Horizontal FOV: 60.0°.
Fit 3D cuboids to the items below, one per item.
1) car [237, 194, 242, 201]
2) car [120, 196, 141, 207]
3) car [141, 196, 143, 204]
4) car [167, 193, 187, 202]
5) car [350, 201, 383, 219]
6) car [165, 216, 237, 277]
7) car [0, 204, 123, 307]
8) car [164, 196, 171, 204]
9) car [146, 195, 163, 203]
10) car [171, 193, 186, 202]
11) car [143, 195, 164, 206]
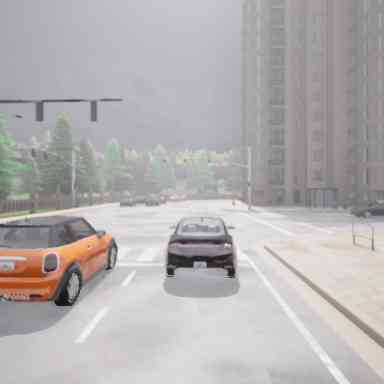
[{"bbox_3d":[14.145,1.368,87.512,4.553,1.767,2.097,0,0,-23],"label":"car"},{"bbox_3d":[-9.813,1.545,51.760,2.033,1.411,5.357,0,0,1],"label":"car"},{"bbox_3d":[-9.524,1.476,61.427,1.882,1.535,5.008,0,0,2],"label":"car"},{"bbox_3d":[-3.556,1.228,80.928,2.150,2.045,5.566,0,0,31],"label":"car"},{"bbox_3d":[16.753,1.571,29.798,4.892,1.490,1.837,0,0,0],"label":"car"},{"bbox_3d":[0.305,1.492,10.243,2.128,1.511,4.902,0,0,3],"label":"car"},{"bbox_3d":[-3.313,1.351,8.124,2.097,1.767,4.553,0,0,1],"label":"car"},{"bbox_3d":[-5.922,1.548,63.462,2.033,1.411,5.357,0,0,5],"label":"car"},{"bbox_3d":[-7.975,1.477,71.567,1.882,1.535,5.008,0,0,17],"label":"car"},{"bbox_3d":[-3.478,1.480,73.660,1.882,1.535,5.008,0,0,22],"label":"car"},{"bbox_3d":[-6.253,1.352,53.936,2.097,1.767,4.553,0,0,0],"label":"car"}]
